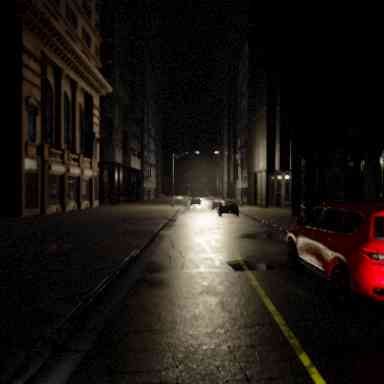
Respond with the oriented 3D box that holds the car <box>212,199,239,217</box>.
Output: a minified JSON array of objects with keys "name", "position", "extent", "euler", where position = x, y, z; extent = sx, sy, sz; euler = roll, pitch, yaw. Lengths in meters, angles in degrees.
[{"name":"car","position":[3.380,1.524,31.801],"extent":[2.128,1.511,4.902],"euler":[0,0,1]}]

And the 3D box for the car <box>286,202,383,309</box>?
[{"name":"car","position":[3.977,1.259,8.086],"extent":[2.150,2.045,5.566],"euler":[0,0,1]}]

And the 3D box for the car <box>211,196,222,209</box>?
[{"name":"car","position":[3.490,1.577,43.739],"extent":[2.033,1.411,5.357],"euler":[0,0,1]}]

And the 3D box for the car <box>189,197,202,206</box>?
[{"name":"car","position":[0.603,1.548,54.239],"extent":[2.033,1.411,5.357],"euler":[0,0,1]}]
